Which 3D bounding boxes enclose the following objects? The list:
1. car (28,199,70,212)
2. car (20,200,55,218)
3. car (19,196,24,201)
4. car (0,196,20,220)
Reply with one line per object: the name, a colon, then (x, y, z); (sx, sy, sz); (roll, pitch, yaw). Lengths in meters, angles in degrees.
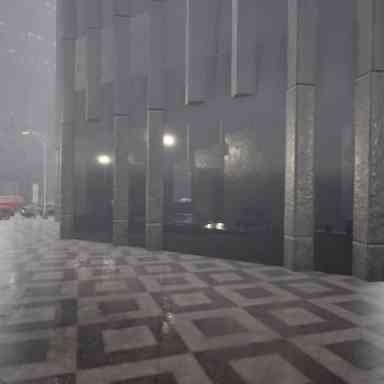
car: (-17.484, 1.626, 40.827); (1.947, 1.339, 4.313); (1, 0, 35)
car: (-13.810, 1.736, 31.283); (1.947, 1.339, 4.313); (1, 0, 35)
car: (-20.750, 1.345, 36.227); (2.192, 1.841, 5.009); (1, 0, 35)
car: (-17.076, 1.457, 26.681); (2.192, 1.841, 5.009); (1, 0, 35)
